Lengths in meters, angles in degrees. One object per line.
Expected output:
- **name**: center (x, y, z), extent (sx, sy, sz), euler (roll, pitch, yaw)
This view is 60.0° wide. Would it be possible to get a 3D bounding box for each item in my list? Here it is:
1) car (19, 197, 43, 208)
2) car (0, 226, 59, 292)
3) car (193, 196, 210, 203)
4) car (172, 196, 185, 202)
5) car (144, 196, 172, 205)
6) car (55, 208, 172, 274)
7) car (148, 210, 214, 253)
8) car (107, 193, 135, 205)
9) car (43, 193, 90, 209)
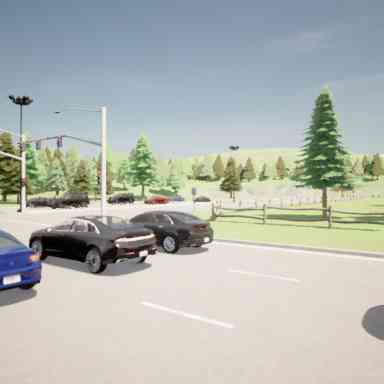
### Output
- **car**: center (-21.960, 1.499, 47.379), extent (1.837, 1.490, 4.892), euler (0, 0, 35)
- **car**: center (-5.347, 1.525, 7.788), extent (4.674, 1.442, 1.812), euler (0, 0, 36)
- **car**: center (2.026, 1.542, 69.431), extent (1.994, 1.385, 4.181), euler (0, 0, 35)
- **car**: center (-3.809, 1.532, 73.305), extent (2.033, 1.411, 5.357), euler (0, 0, 35)
- **car**: center (-6.234, 1.473, 57.727), extent (1.882, 1.535, 5.008), euler (0, 0, 35)
- **car**: center (-3.305, 1.490, 10.628), extent (4.902, 1.511, 2.128), euler (0, 0, 36)
- **car**: center (-1.430, 1.504, 13.590), extent (4.892, 1.490, 1.837), euler (0, 0, 36)
- **car**: center (-12.856, 1.212, 60.451), extent (2.150, 2.045, 5.566), euler (0, 0, 35)
- **car**: center (-16.059, 1.215, 43.611), extent (2.150, 2.045, 5.566), euler (0, 0, 35)
